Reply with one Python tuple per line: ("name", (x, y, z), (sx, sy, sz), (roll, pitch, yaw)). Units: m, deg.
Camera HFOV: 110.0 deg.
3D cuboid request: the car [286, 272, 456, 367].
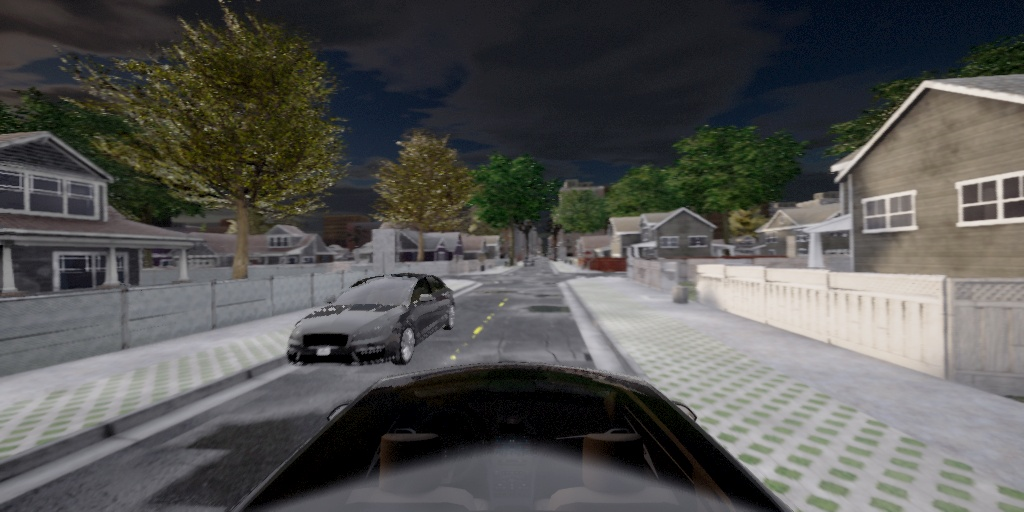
("car", (-2.543, 1.138, 7.678), (1.837, 1.490, 4.892), (-1, 0, 5))
